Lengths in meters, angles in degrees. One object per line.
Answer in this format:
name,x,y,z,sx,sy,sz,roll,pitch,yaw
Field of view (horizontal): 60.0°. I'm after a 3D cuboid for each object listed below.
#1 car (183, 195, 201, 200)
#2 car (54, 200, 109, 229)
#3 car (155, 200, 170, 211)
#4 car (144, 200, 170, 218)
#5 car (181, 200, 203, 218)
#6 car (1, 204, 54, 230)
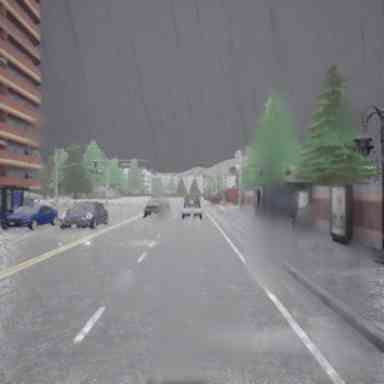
car,0.037,1.401,44.278,2.150,2.045,5.566,0,0,1
car,-7.003,1.454,21.995,2.097,1.767,4.553,0,0,0
car,-3.950,1.771,44.415,1.895,1.301,4.718,0,0,-5
car,-3.490,1.638,32.090,1.837,1.490,4.892,0,0,0
car,0.004,1.728,30.979,1.895,1.301,4.718,0,0,0
car,-10.504,1.578,21.908,1.882,1.535,5.008,0,0,0
